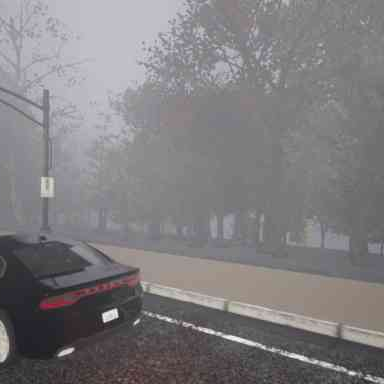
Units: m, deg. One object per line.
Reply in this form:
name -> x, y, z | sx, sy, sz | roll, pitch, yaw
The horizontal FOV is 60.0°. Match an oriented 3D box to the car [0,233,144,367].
car -> -3.063, 1.476, 5.864 | 5.008, 1.535, 1.882 | 0, 0, 37
